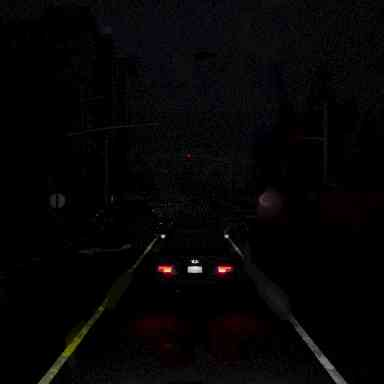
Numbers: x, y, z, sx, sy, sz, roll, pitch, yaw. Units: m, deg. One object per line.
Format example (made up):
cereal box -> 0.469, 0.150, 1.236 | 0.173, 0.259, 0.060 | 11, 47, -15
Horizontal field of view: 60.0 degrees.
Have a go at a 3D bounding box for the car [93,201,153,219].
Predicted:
car -> -6.105, 1.548, 30.014 | 5.357, 1.411, 2.033 | 0, 0, -44

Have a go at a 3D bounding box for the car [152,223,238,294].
car -> 0.074, 1.547, 8.941 | 2.033, 1.411, 5.357 | 0, 0, 0

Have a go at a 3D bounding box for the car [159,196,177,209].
car -> -3.517, 1.502, 46.550 | 1.837, 1.490, 4.892 | 0, 1, 0

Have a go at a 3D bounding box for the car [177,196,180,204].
car -> -3.442, 1.506, 63.481 | 1.837, 1.490, 4.892 | 0, 0, 0

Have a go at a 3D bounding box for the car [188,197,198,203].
car -> 0.219, 1.600, 69.713 | 1.895, 1.301, 4.718 | 0, 0, 0
